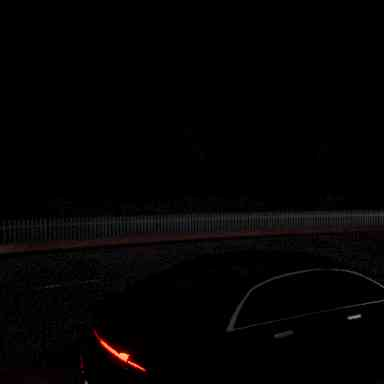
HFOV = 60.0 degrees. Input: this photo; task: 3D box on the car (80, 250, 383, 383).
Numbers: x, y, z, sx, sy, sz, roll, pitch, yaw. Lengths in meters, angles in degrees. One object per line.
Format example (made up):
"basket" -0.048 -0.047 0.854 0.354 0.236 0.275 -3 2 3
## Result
"car" 1.194 1.502 4.133 4.892 1.490 1.837 0 -1 -29
